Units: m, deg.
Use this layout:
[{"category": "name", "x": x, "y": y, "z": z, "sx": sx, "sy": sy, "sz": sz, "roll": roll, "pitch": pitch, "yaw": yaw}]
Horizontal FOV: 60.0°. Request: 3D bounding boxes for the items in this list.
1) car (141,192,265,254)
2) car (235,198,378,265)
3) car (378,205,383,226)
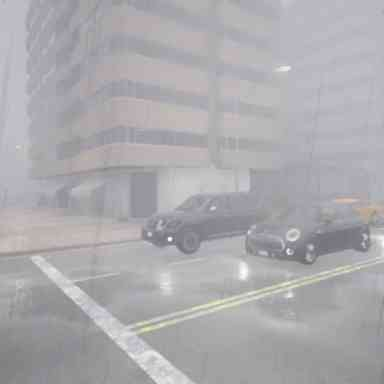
[{"category": "car", "x": 0.782, "y": 1.060, "z": 13.150, "sx": 5.566, "sy": 2.045, "sz": 2.150, "roll": -1, "pitch": 1, "yaw": -36}, {"category": "car", "x": 3.915, "y": 1.170, "z": 11.087, "sx": 4.553, "sy": 1.767, "sz": 2.097, "roll": -1, "pitch": 1, "yaw": -35}, {"category": "car", "x": 11.231, "y": 1.167, "z": 16.305, "sx": 4.674, "sy": 1.442, "sz": 1.812, "roll": -1, "pitch": 1, "yaw": -36}]
